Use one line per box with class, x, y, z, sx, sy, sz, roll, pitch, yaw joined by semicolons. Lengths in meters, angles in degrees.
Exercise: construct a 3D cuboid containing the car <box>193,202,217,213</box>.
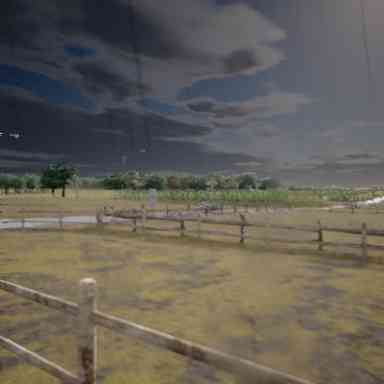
car;1.986;2.278;50.145;2.128;1.511;4.902;1;-1;36
